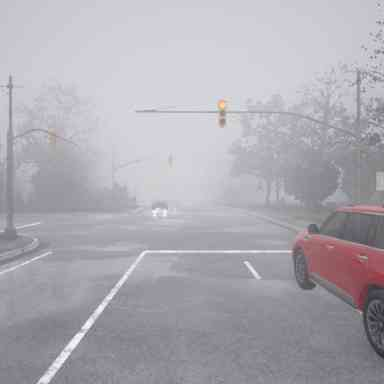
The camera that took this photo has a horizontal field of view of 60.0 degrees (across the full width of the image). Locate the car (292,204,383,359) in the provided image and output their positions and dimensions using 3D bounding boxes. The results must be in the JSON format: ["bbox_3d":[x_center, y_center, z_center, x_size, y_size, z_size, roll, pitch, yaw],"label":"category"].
[{"bbox_3d":[3.590,1.221,6.053,2.150,2.045,5.566,0,0,0],"label":"car"}]

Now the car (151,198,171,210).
[{"bbox_3d":[-4.138,1.640,43.312,1.994,1.385,4.181,0,-1,-3],"label":"car"}]

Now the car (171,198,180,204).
[{"bbox_3d":[-4.644,2.316,83.176,1.882,1.535,5.008,0,-1,-22],"label":"car"}]

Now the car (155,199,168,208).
[{"bbox_3d":[-5.021,1.839,54.271,1.895,1.301,4.718,0,-1,-7],"label":"car"}]

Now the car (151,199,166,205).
[{"bbox_3d":[-8.353,2.406,83.038,2.033,1.411,5.357,0,-1,-25],"label":"car"}]

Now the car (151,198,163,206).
[{"bbox_3d":[-7.310,2.027,68.364,1.882,1.535,5.008,0,-2,-13],"label":"car"}]
